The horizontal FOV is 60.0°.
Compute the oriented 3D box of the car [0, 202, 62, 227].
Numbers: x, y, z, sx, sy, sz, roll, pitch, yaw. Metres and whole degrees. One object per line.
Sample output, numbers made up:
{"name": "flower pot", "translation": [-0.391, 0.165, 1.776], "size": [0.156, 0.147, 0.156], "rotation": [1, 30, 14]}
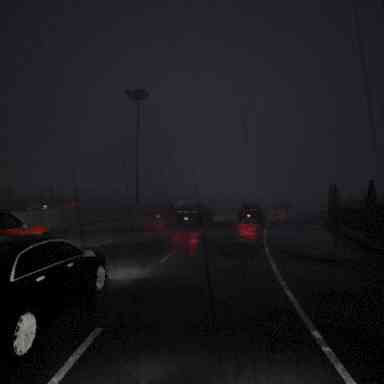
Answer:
{"name": "car", "translation": [-6.101, 1.339, 9.884], "size": [2.097, 1.767, 4.553], "rotation": [0, 0, 6]}

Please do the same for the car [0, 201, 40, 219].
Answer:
{"name": "car", "translation": [-16.275, 1.569, 30.209], "size": [1.895, 1.301, 4.718], "rotation": [0, 0, 17]}

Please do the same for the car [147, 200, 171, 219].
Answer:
{"name": "car", "translation": [-1.997, 1.615, 28.429], "size": [1.895, 1.301, 4.718], "rotation": [0, 0, 18]}

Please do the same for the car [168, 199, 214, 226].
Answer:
{"name": "car", "translation": [0.285, 1.510, 23.890], "size": [2.128, 1.511, 4.902], "rotation": [0, 0, 16]}

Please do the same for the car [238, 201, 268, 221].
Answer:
{"name": "car", "translation": [5.071, 1.542, 27.396], "size": [1.837, 1.490, 4.892], "rotation": [0, 0, 19]}

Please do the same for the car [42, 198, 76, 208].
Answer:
{"name": "car", "translation": [-12.633, 1.331, 30.130], "size": [2.097, 1.767, 4.553], "rotation": [0, 0, 18]}

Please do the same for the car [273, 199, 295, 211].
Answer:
{"name": "car", "translation": [11.428, 1.593, 41.414], "size": [1.812, 1.442, 4.674], "rotation": [0, 0, 29]}

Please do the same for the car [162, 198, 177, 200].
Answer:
{"name": "car", "translation": [-3.071, 1.515, 44.479], "size": [2.128, 1.511, 4.902], "rotation": [0, 0, 27]}

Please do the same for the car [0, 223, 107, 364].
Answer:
{"name": "car", "translation": [-3.012, 1.499, 5.869], "size": [1.837, 1.490, 4.892], "rotation": [0, 0, 4]}
